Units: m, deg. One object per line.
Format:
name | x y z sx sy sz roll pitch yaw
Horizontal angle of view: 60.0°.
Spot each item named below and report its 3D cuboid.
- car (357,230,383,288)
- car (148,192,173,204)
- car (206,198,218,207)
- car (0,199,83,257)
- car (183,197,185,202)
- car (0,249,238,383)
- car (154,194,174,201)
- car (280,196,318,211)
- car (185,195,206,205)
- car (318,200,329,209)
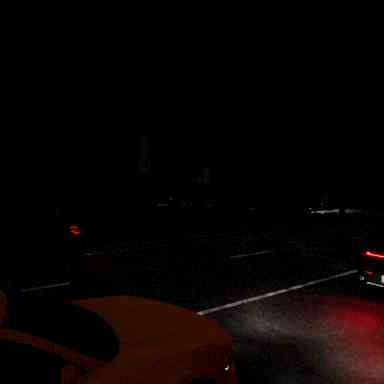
car | 5.848 1.468 7.937 4.892 1.490 1.837 0 0 -36
car | -6.094 1.023 57.665 2.150 2.045 5.566 -1 0 -38
car | 4.536 1.269 44.416 1.882 1.535 5.008 -1 0 -39
car | -5.697 1.221 8.520 5.566 2.045 2.150 0 0 -36
car | 0.104 1.309 66.988 1.895 1.301 4.718 -1 0 -39
car | -1.857 1.478 2.404 5.008 1.535 1.882 0 0 -36
car | -6.245 1.239 74.766 2.128 1.511 4.902 -1 0 -38
car | 10.685 1.334 36.782 2.033 1.411 5.357 -1 0 -39
car | 1.409 1.366 53.890 1.895 1.301 4.718 -1 0 -39
car | 13.499 1.261 38.868 1.837 1.490 4.892 -1 0 -39
